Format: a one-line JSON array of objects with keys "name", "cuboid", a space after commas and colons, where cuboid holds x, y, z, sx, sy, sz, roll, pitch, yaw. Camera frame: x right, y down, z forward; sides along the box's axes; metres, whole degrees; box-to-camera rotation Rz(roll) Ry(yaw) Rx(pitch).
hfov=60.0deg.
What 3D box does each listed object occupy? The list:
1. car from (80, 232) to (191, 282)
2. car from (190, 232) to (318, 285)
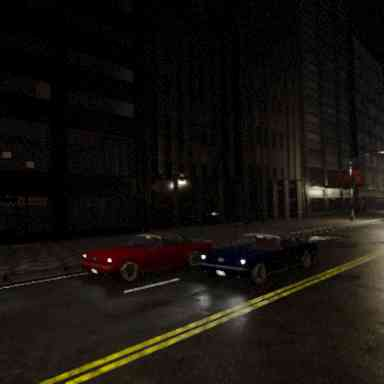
[{"name": "car", "cuboid": [-1.449, 2.154, 11.819, 1.895, 1.301, 4.718, -4, -3, 44]}, {"name": "car", "cuboid": [2.351, 2.036, 11.083, 1.895, 1.301, 4.718, -4, -3, 44]}]
